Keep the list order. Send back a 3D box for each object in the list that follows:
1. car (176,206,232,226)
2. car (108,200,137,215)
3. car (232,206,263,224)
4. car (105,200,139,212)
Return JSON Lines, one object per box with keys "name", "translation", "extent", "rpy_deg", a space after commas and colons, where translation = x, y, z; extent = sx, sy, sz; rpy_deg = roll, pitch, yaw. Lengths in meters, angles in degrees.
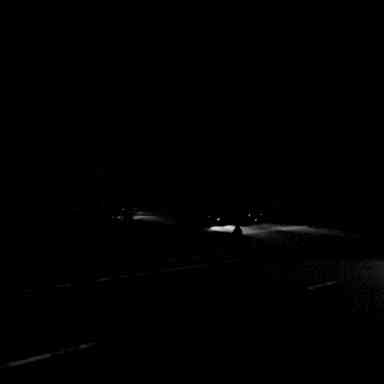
{"name": "car", "translation": [0.622, 1.741, 24.893], "extent": [1.994, 1.385, 4.181], "rpy_deg": [1, 0, -39]}
{"name": "car", "translation": [-7.514, 1.694, 35.073], "extent": [1.812, 1.442, 4.674], "rpy_deg": [1, 0, -39]}
{"name": "car", "translation": [3.420, 1.820, 26.998], "extent": [1.895, 1.301, 4.718], "rpy_deg": [1, -1, -41]}
{"name": "car", "translation": [-9.097, 1.752, 42.661], "extent": [2.033, 1.411, 5.357], "rpy_deg": [1, 0, -39]}
